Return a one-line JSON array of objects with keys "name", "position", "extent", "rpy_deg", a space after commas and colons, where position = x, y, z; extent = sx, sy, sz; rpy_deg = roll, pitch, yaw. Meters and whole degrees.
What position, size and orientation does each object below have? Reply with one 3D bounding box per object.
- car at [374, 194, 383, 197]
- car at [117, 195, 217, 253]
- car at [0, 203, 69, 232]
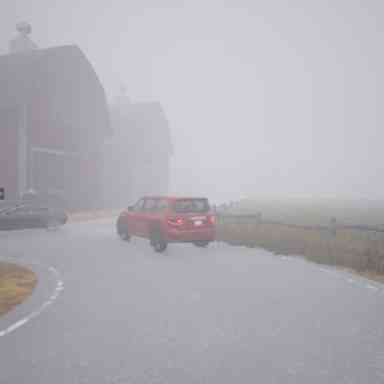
[{"name": "car", "position": [43.511, 1.233, 73.459], "extent": [4.611, 1.667, 2.242], "rpy_deg": [0, 0, 18]}, {"name": "car", "position": [-1.238, 1.142, 13.788], "extent": [2.150, 2.045, 5.566], "rpy_deg": [0, 0, -33]}, {"name": "car", "position": [-9.020, 1.367, 17.411], "extent": [4.902, 1.511, 2.128], "rpy_deg": [0, 0, -44]}]
